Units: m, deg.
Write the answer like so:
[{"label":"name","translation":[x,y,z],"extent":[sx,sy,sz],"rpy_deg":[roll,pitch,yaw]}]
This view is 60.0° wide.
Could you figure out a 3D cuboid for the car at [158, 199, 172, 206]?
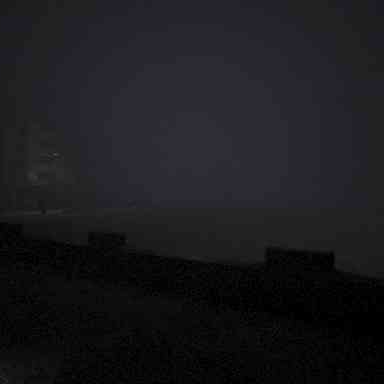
[{"label":"car","translation":[-5.967,1.997,63.992],"extent":[1.895,1.301,4.718],"rpy_deg":[-1,0,36]}]

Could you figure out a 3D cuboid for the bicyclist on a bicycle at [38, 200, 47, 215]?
[{"label":"bicyclist on a bicycle","translation":[-16.040,1.667,35.599],"extent":[1.656,1.620,0.582],"rpy_deg":[-1,-1,36]}]

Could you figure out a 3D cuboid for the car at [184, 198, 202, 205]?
[{"label":"car","translation":[0.333,1.850,65.931],"extent":[2.128,1.511,4.902],"rpy_deg":[-1,0,36]}]

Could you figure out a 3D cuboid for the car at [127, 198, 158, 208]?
[{"label":"car","translation":[-8.258,1.709,53.894],"extent":[2.097,1.767,4.553],"rpy_deg":[-1,-1,36]}]
